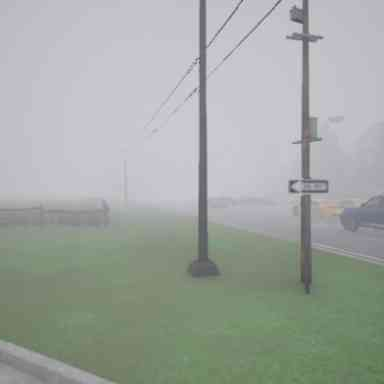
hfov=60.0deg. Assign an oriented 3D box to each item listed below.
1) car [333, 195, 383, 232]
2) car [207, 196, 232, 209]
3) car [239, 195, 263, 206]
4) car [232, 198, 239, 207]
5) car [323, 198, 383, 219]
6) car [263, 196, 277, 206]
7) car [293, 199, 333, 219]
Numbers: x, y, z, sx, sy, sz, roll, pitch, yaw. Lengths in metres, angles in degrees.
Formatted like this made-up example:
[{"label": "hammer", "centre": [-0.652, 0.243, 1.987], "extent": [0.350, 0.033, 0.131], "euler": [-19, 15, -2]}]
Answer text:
[{"label": "car", "centre": [9.917, 1.124, 16.383], "extent": [2.150, 2.045, 5.566], "euler": [0, 0, -17]}, {"label": "car", "centre": [2.538, 1.341, 40.758], "extent": [2.033, 1.411, 5.357], "euler": [0, 0, -17]}, {"label": "car", "centre": [7.775, 1.257, 47.615], "extent": [1.837, 1.490, 4.892], "euler": [0, 0, -17]}, {"label": "car", "centre": [4.433, 1.267, 46.575], "extent": [1.837, 1.490, 4.892], "euler": [0, 0, -17]}, {"label": "car", "centre": [13.606, 1.316, 28.358], "extent": [1.882, 1.535, 5.008], "euler": [0, 0, -17]}, {"label": "car", "centre": [10.839, 1.302, 49.575], "extent": [1.994, 1.385, 4.181], "euler": [0, 0, -17]}, {"label": "car", "centre": [10.266, 1.326, 27.311], "extent": [1.882, 1.535, 5.008], "euler": [0, 0, -17]}]
